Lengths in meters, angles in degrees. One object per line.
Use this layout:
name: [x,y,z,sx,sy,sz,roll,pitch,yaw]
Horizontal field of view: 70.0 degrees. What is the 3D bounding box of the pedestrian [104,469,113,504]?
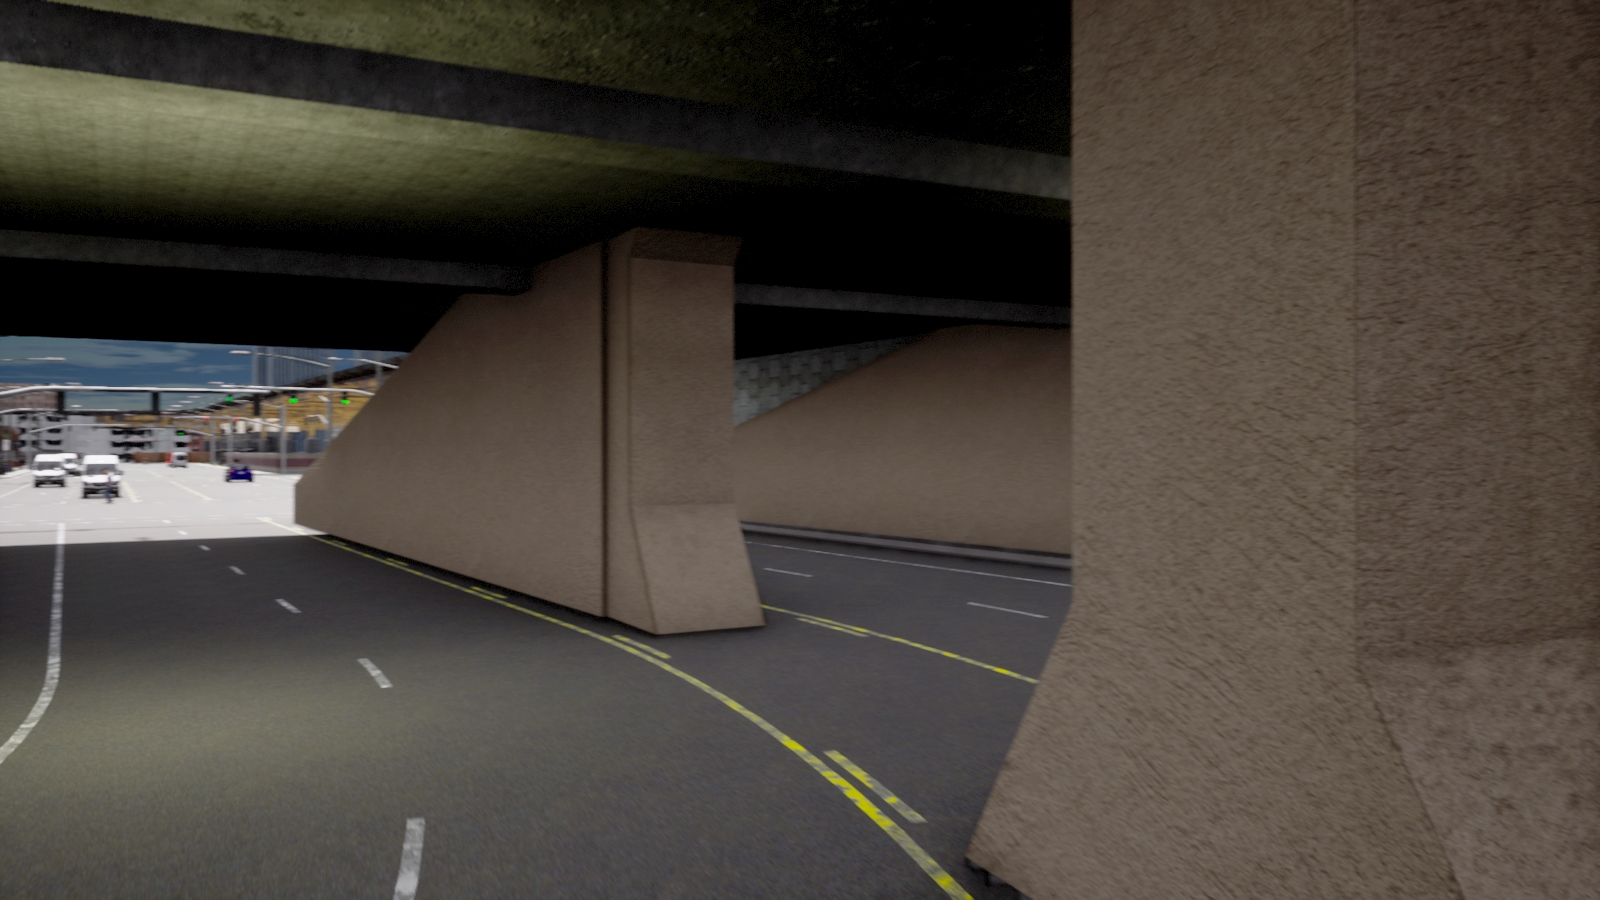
pedestrian: [-37.153,1.935,61.396,0.375,1.860,0.375,0,0,-36]
